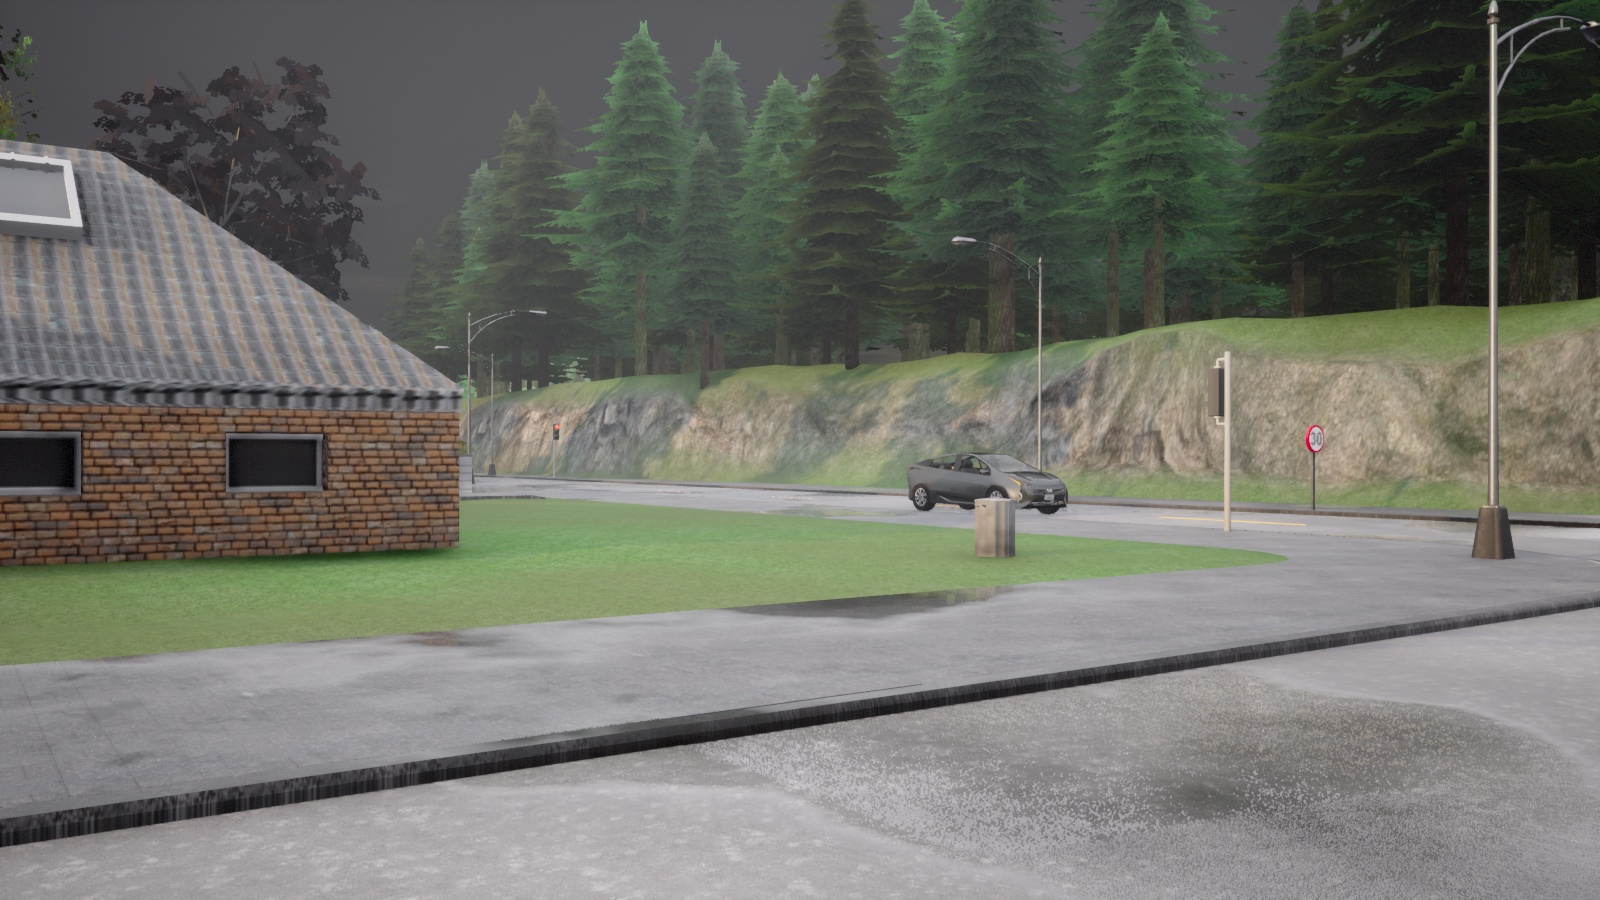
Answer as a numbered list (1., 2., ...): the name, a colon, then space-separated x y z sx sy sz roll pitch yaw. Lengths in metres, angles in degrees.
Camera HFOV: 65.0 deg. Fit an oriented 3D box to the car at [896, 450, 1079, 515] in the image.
1. car: 4.616 0.759 31.520 2.007 1.525 4.514 0 0 -35
